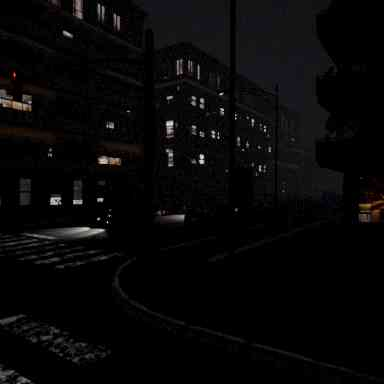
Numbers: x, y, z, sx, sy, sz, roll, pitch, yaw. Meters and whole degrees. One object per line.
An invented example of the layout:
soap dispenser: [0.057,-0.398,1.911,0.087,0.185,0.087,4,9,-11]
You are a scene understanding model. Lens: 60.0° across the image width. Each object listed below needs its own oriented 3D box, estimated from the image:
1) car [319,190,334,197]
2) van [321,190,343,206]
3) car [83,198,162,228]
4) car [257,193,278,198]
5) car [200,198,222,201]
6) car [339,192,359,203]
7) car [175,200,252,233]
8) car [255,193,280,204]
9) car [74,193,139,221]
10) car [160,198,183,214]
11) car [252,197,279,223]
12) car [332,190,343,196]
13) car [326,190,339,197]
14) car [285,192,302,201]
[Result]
car: [29.583,0.378,73.058,1.887,1.381,4.507,2,2,35]
van: [17.261,0.721,40.836,1.690,1.788,3.998,2,2,35]
car: [-4.129,1.317,20.407,1.994,1.385,4.181,1,1,35]
car: [8.446,0.928,38.346,2.128,1.511,4.902,1,1,35]
car: [1.613,1.173,28.598,1.994,1.385,4.181,1,1,35]
car: [23.647,0.764,49.966,1.887,1.381,4.507,2,2,35]
car: [1.285,1.348,18.023,1.947,1.339,4.313,2,2,35]
car: [10.416,0.880,45.678,1.947,1.339,4.313,2,2,35]
car: [-5.555,1.031,22.854,2.192,1.841,5.009,2,2,35]
car: [-2.362,1.180,27.424,1.887,1.381,4.507,2,2,35]
car: [4.480,1.283,22.587,1.802,1.307,4.206,2,2,35]
car: [35.972,0.256,82.186,1.802,1.307,4.206,2,2,35]
car: [32.777,0.336,77.622,1.802,1.307,4.206,2,2,35]
car: [16.805,0.719,54.805,1.947,1.339,4.313,2,2,35]
